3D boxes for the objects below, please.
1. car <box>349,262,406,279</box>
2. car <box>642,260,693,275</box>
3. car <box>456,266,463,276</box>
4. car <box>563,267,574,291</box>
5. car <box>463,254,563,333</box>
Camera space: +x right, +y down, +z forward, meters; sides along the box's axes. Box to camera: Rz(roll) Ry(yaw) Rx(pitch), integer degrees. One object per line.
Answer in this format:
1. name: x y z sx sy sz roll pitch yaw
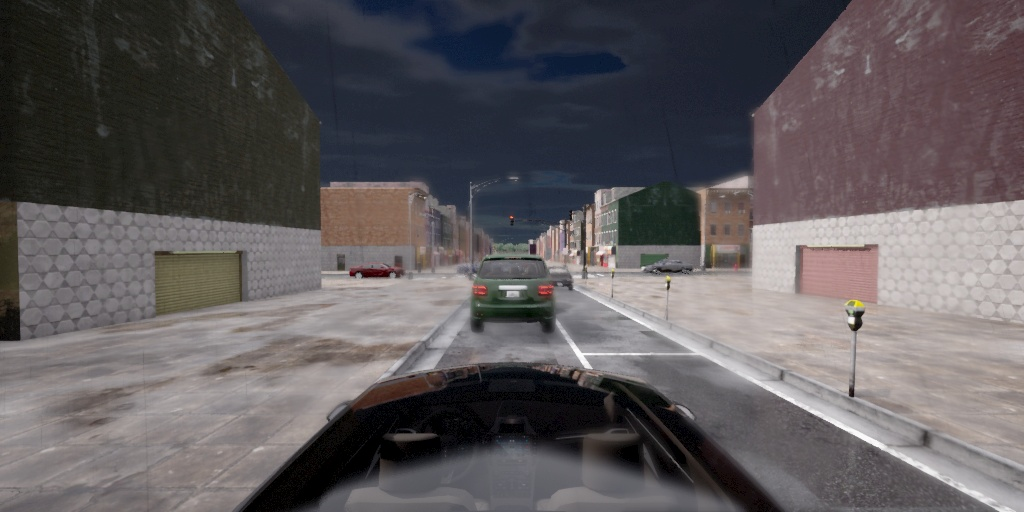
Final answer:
1. car: -12.397 1.337 33.248 5.008 1.535 1.882 0 1 -1
2. car: 15.685 1.113 36.241 4.902 1.511 2.128 0 1 0
3. car: -3.268 1.269 36.225 4.674 1.442 1.812 0 1 0
4. car: 2.594 1.296 21.320 2.007 1.370 4.403 0 0 0
5. car: 0.029 0.968 10.905 2.150 2.045 5.566 0 0 0
